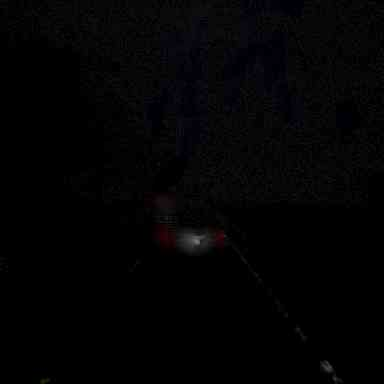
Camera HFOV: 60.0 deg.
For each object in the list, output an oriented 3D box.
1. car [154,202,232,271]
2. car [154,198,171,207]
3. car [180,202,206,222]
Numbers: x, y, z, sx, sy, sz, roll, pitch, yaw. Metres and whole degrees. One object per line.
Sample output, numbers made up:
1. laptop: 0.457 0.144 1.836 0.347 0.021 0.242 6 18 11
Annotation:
1. car: 0.078 1.370 11.130 2.097 1.767 4.553 0 0 0
2. car: -3.605 1.530 41.225 1.882 1.535 5.008 0 0 0
3. car: 0.077 1.601 27.150 1.994 1.385 4.181 0 0 0
